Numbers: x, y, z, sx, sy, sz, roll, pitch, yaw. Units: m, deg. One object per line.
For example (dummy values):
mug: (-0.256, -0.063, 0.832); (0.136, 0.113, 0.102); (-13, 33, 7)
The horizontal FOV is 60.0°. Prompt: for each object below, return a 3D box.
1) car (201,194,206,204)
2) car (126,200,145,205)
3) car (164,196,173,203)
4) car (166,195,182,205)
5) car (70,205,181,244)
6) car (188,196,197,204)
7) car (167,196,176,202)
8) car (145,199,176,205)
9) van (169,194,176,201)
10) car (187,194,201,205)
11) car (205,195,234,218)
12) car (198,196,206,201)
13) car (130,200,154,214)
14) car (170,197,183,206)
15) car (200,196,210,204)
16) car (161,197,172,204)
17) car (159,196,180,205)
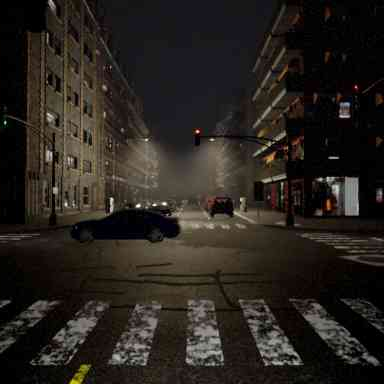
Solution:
car: (2.621, 1.336, 41.326); (2.192, 1.841, 5.009); (1, 0, 0)
car: (-5.272, 1.577, 30.162); (1.947, 1.339, 4.313); (1, 0, 0)
car: (-5.235, 1.671, 74.487); (1.752, 1.417, 4.829); (1, 0, 0)
car: (-2.734, 1.601, 49.242); (1.994, 1.385, 4.181); (0, 0, 1)
car: (-3.004, 1.522, 15.378); (5.008, 1.535, 1.882); (0, -1, 0)
car: (0.135, 1.600, 70.384); (1.882, 1.535, 5.008); (0, 0, 0)
car: (-5.226, 1.764, 85.786); (2.008, 1.369, 4.403); (1, 0, 0)
car: (-2.812, 1.575, 30.428); (1.994, 1.385, 4.181); (0, 0, 0)
van: (-5.217, 1.589, 91.351); (1.690, 1.788, 3.998); (1, 0, 0)
car: (0.159, 1.550, 59.946); (1.882, 1.535, 5.008); (0, 0, 0)
car: (2.612, 1.326, 30.201); (2.192, 1.841, 5.009); (1, 0, 0)
car: (2.659, 1.813, 91.375); (1.947, 1.339, 4.313); (1, 0, 0)
car: (-5.267, 1.581, 35.724); (1.947, 1.339, 4.313); (1, 0, 0)
car: (-2.695, 1.619, 59.603); (2.033, 1.411, 5.357); (0, 0, 0)
car: (2.641, 1.556, 69.124); (1.967, 1.590, 4.097); (1, 0, 0)
car: (-5.240, 1.667, 69.095); (2.008, 1.369, 4.403); (1, 0, 0)
car: (-2.796, 1.523, 39.308); (1.837, 1.490, 4.892); (0, 0, 0)
